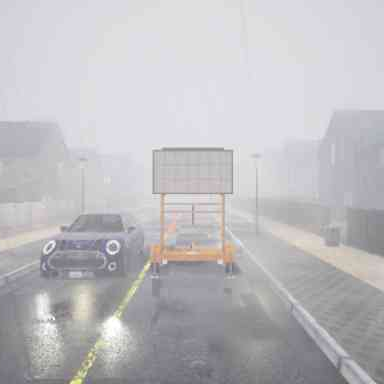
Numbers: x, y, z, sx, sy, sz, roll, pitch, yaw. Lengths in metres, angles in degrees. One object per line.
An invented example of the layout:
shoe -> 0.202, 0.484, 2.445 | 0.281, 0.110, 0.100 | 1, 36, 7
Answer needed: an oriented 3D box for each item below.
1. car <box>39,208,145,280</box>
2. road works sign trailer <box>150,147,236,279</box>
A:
car -> -2.725, 1.353, 10.069 | 2.097, 1.767, 4.553 | 0, 0, 0
road works sign trailer -> 0.029, 0.466, 10.062 | 2.380, 3.560, 2.880 | 0, 0, 1
